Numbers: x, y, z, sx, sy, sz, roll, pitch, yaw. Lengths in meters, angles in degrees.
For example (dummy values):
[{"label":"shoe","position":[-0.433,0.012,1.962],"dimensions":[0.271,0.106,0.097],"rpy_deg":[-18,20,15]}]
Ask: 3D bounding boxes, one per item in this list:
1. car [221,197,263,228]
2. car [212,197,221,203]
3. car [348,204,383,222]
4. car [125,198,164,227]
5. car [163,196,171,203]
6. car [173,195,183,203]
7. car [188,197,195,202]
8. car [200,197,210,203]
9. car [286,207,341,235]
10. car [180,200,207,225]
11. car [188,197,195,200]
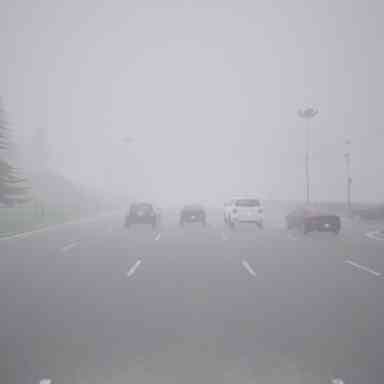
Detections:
[{"label":"car","position":[3.565,1.394,23.698],"dimensions":[2.150,2.045,5.566],"rpy_deg":[0,0,0]},{"label":"car","position":[6.874,2.146,85.200],"dimensions":[2.033,1.411,5.357],"rpy_deg":[0,0,0]},{"label":"car","position":[15.054,1.669,26.269],"dimensions":[1.882,1.535,5.008],"rpy_deg":[0,-1,-44]},{"label":"car","position":[-3.435,1.526,24.108],"dimensions":[2.097,1.767,4.553],"rpy_deg":[0,0,0]},{"label":"car","position":[-7.127,2.125,85.735],"dimensions":[1.812,1.442,4.674],"rpy_deg":[0,0,0]},{"label":"car","position":[-3.626,1.820,85.216],"dimensions":[2.150,2.045,5.566],"rpy_deg":[0,0,0]},{"label":"car","position":[-0.141,2.061,95.610],"dimensions":[2.033,1.411,5.357],"rpy_deg":[0,0,0]},{"label":"car","position":[3.373,1.955,85.677],"dimensions":[2.097,1.767,4.553],"rpy_deg":[0,0,0]},{"label":"car","position":[7.072,1.622,19.894],"dimensions":[1.882,1.535,5.008],"rpy_deg":[0,0,0]},{"label":"car","position":[0.061,1.666,26.026],"dimensions":[1.882,1.535,5.008],"rpy_deg":[0,0,0]},{"label":"car","position":[-0.126,2.073,85.190],"dimensions":[1.882,1.535,5.008],"rpy_deg":[0,0,0]}]
